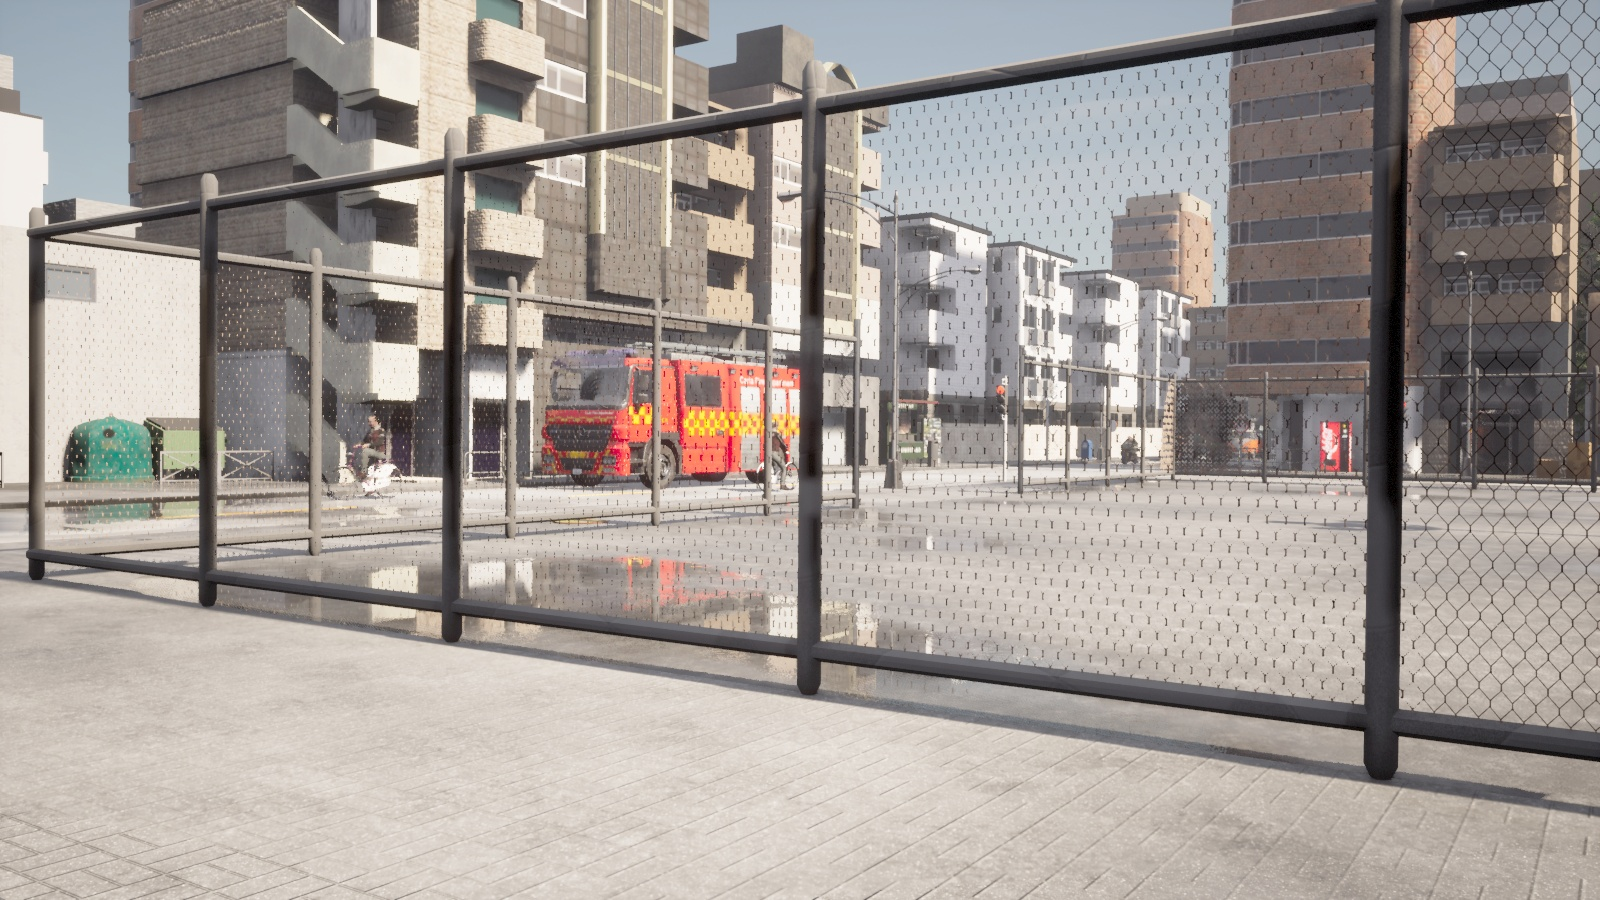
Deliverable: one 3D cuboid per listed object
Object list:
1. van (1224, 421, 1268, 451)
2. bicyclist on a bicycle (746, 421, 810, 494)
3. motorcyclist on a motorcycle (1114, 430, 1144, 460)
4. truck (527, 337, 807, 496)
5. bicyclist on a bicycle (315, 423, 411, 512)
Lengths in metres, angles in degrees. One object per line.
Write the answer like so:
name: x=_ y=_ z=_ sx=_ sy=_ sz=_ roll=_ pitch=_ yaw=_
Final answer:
van: x=30.301 y=-0.958 z=85.280 sx=1.775 sy=1.987 sz=4.442 roll=0 pitch=1 yaw=34
bicyclist on a bicycle: x=-0.528 y=0.175 z=31.639 sx=0.659 sy=1.776 sz=1.843 roll=0 pitch=1 yaw=34
motorcyclist on a motorcycle: x=17.173 y=-0.284 z=65.530 sx=0.866 sy=1.530 sz=2.191 roll=0 pitch=1 yaw=34
truck: x=-3.353 y=-0.876 z=34.638 sx=2.891 sy=3.827 sz=8.468 roll=0 pitch=1 yaw=34
bicyclist on a bicycle: x=-9.039 y=0.328 z=26.035 sx=0.659 sy=1.776 sz=1.843 roll=0 pitch=1 yaw=33
